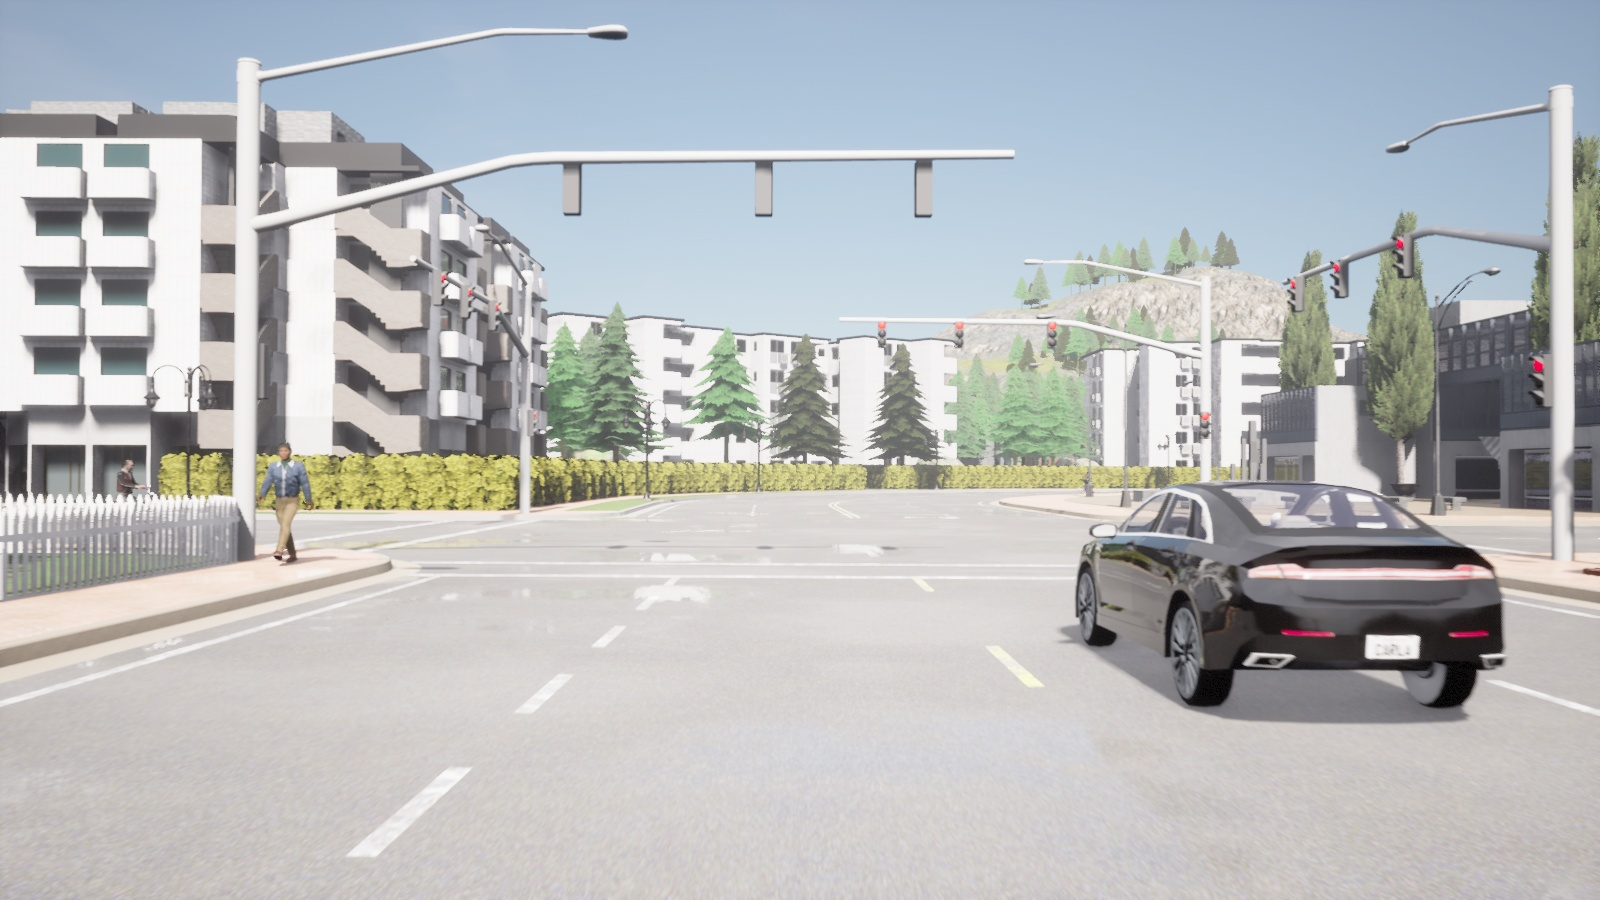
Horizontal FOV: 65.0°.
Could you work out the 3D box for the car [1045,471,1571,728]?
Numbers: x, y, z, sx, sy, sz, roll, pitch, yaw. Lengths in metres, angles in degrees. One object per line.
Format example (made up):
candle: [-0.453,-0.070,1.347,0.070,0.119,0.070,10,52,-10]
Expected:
car: [3.477,0.922,9.873,2.128,1.511,4.902,0,-1,0]

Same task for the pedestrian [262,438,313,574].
pedestrian: [-7.554,0.813,18.520,0.423,1.949,0.788,0,-1,0]
